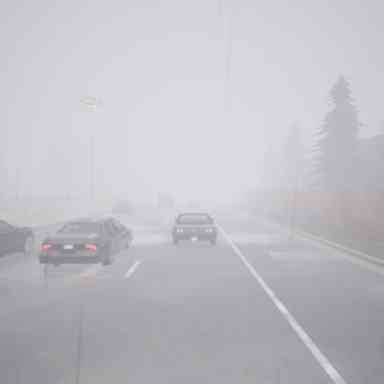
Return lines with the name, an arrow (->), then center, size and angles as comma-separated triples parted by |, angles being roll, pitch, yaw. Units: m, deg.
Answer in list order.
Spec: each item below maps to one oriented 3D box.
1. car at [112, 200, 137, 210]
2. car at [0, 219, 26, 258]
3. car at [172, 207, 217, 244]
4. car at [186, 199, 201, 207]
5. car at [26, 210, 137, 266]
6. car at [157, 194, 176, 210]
car -> -6.896, 1.564, 34.108 | 2.128, 1.511, 4.902 | 0, 0, 0
car -> -6.898, 1.500, 10.584 | 1.882, 1.535, 5.008 | 0, 0, 0
car -> 0.101, 1.635, 15.913 | 1.895, 1.301, 4.718 | 0, 0, 0
car -> 0.219, 1.666, 48.654 | 1.994, 1.385, 4.181 | 0, 0, 2
car -> -3.403, 1.572, 11.660 | 2.033, 1.411, 5.357 | 0, 0, 0
car -> -3.376, 1.316, 44.473 | 2.150, 2.045, 5.566 | 0, 0, 1
